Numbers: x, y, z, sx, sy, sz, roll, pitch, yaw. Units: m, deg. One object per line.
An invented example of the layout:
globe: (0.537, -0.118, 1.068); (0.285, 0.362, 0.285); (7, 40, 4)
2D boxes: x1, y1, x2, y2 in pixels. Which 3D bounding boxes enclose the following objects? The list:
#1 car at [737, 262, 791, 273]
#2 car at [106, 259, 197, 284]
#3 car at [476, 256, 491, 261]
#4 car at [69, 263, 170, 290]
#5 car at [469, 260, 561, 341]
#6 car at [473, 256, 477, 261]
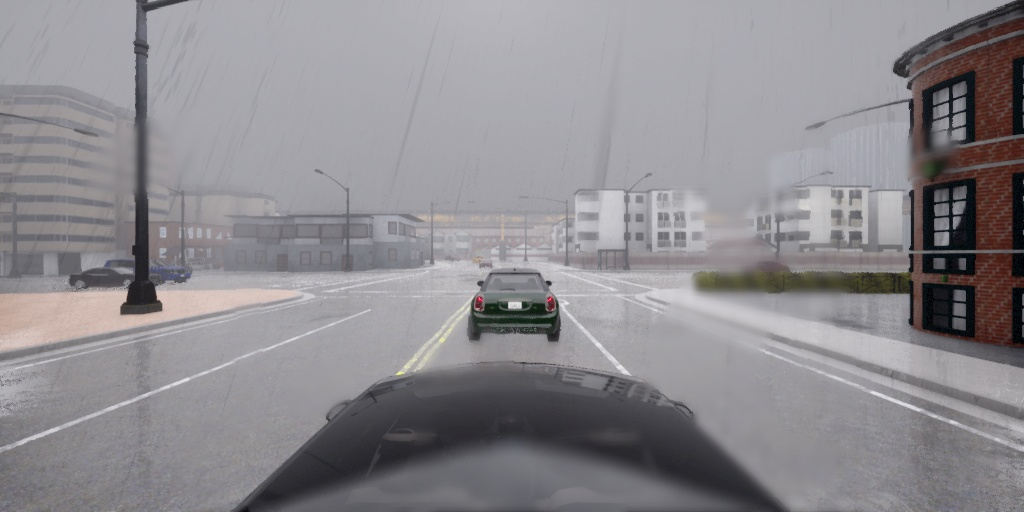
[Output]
car: (24.871, 1.274, 35.510); (4.674, 1.442, 1.812); (0, 0, 2)
car: (-28.563, 1.236, 27.999); (5.566, 2.045, 2.150); (-1, 0, -1)
car: (-3.811, 0.979, 52.786); (1.882, 1.535, 5.008); (0, 1, -3)
car: (-26.999, 1.464, 24.536); (5.008, 1.535, 1.882); (-1, 0, -1)
car: (0.072, 1.102, 9.992); (2.097, 1.767, 4.553); (0, 0, 0)
car: (-5.773, 0.700, 64.700); (1.882, 1.535, 5.008); (0, 2, -17)
